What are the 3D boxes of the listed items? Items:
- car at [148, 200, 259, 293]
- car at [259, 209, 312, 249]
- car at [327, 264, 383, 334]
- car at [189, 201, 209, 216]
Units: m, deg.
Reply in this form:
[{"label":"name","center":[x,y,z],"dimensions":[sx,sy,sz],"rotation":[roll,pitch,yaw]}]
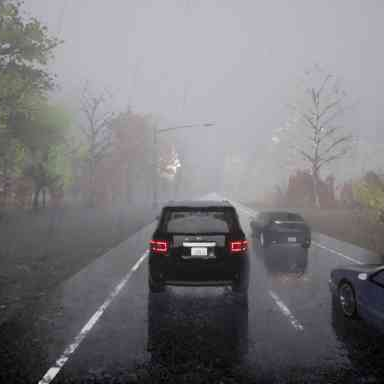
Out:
[{"label":"car","center":[0.160,1.223,8.991],"dimensions":[2.150,2.045,5.566],"rotation":[0,0,1]},{"label":"car","center":[3.738,1.507,14.657],"dimensions":[1.837,1.490,4.892],"rotation":[0,0,1]},{"label":"car","center":[3.625,1.548,4.239],"dimensions":[2.033,1.411,5.357],"rotation":[0,0,0]},{"label":"car","center":[0.724,1.606,33.065],"dimensions":[1.895,1.301,4.718],"rotation":[0,0,2]}]
